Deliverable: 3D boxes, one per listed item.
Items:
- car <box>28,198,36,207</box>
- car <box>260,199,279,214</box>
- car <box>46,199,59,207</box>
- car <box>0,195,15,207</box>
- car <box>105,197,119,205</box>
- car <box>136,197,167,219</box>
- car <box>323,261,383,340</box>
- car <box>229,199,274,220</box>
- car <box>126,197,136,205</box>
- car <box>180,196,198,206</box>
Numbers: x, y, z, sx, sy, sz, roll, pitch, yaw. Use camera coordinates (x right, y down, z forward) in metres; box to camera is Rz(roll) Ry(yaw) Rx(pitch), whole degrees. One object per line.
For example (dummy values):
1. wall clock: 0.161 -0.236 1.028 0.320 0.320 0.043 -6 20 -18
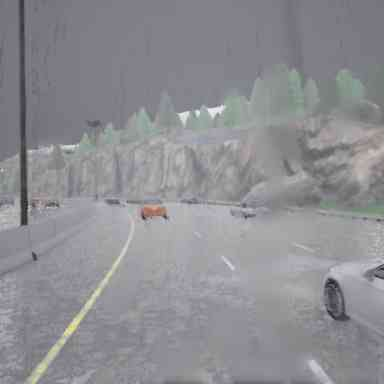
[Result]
1. car: -29.014 1.844 59.424 1.837 1.490 4.892 -1 0 -26
2. car: 6.670 1.394 32.537 2.128 1.511 4.902 0 0 -13
3. car: -23.837 1.860 56.729 1.994 1.385 4.181 -1 0 -24
4. car: -34.150 1.602 61.663 2.150 2.045 5.566 -1 0 -28
5. car: -15.258 1.655 63.361 1.882 1.535 5.008 0 0 -26
6. car: -3.553 1.388 29.455 2.097 1.767 4.553 -1 0 -13
7. car: 3.437 1.480 4.265 1.812 1.442 4.674 0 0 -3
8. car: 4.628 1.531 27.535 1.895 1.301 4.718 -1 0 -12
9. car: -11.010 1.612 62.902 2.128 1.511 4.902 0 0 -26
10. car: -0.555 1.493 56.265 1.837 1.490 4.892 1 -1 -22
